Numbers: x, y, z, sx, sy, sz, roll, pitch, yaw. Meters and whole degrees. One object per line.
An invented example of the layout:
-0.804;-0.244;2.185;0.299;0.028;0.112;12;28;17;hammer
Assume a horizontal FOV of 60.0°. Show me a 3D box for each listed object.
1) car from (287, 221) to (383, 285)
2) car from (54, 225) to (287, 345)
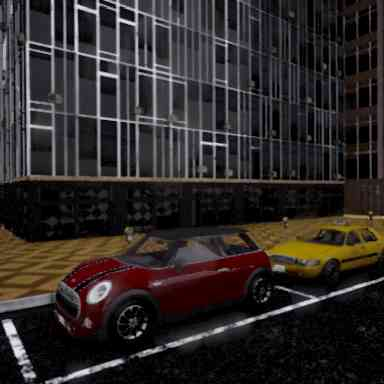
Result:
4.104;1.535;9.501;4.829;1.417;1.752;0;-1;-36;car
-0.384;1.444;6.298;4.097;1.590;1.967;0;-1;-36;car
